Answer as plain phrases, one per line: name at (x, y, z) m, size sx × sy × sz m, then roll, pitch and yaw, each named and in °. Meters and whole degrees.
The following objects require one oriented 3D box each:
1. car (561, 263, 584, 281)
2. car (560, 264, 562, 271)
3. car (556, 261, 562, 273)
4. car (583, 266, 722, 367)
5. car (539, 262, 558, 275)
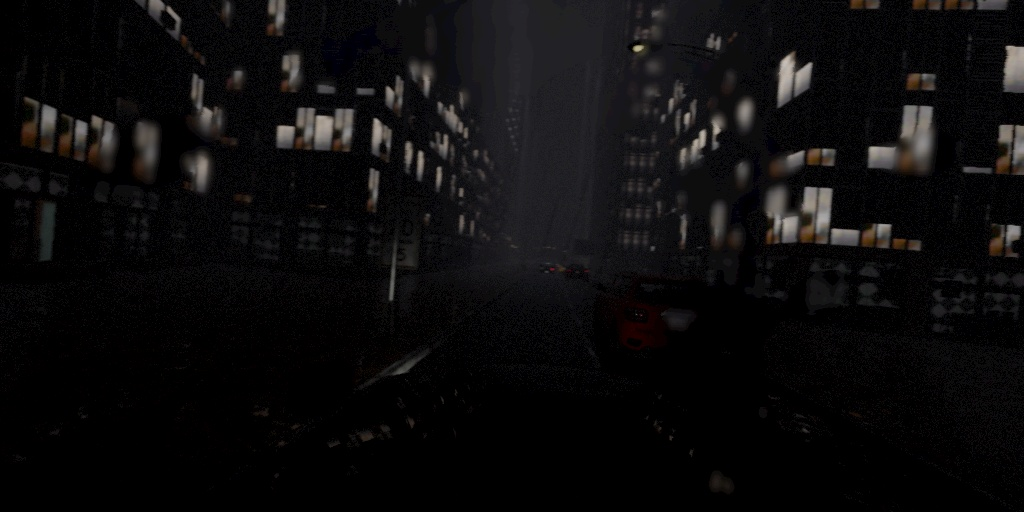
car at (6.312, 1.538, 35.419) m, size 2.097 × 1.767 × 4.553 m, roll 5°, pitch 0°, yaw 6°
car at (7.063, 1.757, 42.407) m, size 1.812 × 1.442 × 4.674 m, roll 5°, pitch 0°, yaw 6°
car at (7.652, 1.782, 52.987) m, size 1.751 × 1.417 × 4.829 m, roll 0°, pitch 0°, yaw 6°
car at (3.178, 1.306, 8.866) m, size 2.192 × 1.841 × 5.009 m, roll 0°, pitch 0°, yaw 6°
car at (4.418, 1.616, 45.188) m, size 1.895 × 1.301 × 4.718 m, roll 5°, pitch 0°, yaw 6°
